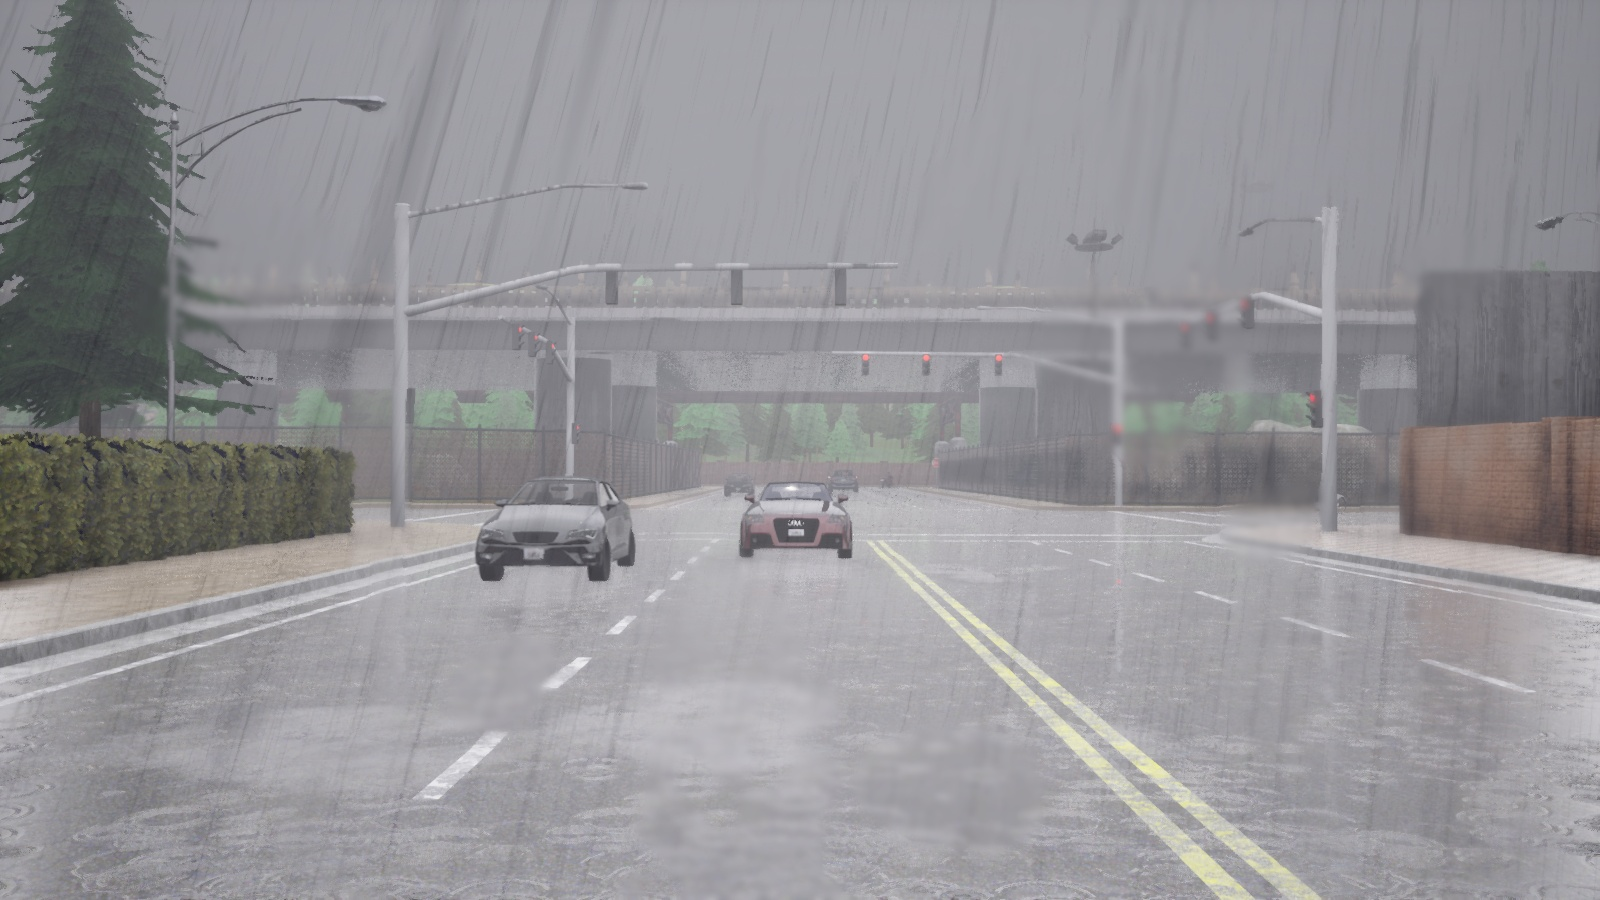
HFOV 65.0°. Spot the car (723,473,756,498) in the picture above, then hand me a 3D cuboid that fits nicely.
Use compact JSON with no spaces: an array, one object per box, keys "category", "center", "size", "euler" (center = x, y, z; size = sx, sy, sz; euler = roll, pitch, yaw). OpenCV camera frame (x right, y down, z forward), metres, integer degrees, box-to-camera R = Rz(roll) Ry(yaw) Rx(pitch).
[{"category":"car","center":[-3.692,2.136,77.184],"size":[1.816,1.474,4.193],"euler":[0,-1,0]}]

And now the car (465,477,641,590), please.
[{"category":"car","center":[-3.547,1.157,18.779],"size":[1.816,1.474,4.193],"euler":[0,-1,0]}]

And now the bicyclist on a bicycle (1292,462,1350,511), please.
[{"category":"bicyclist on a bicycle","center":[18.956,1.319,45.688],"size":[1.843,1.776,0.659],"euler":[0,-1,0]}]

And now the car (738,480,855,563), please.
[{"category":"car","center":[-0.059,1.273,23.545],"size":[1.994,1.385,4.181],"euler":[0,-1,0]}]

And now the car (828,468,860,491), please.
[{"category":"car","center":[3.262,2.234,94.807],"size":[2.242,1.667,4.611],"euler":[0,-1,0]}]
